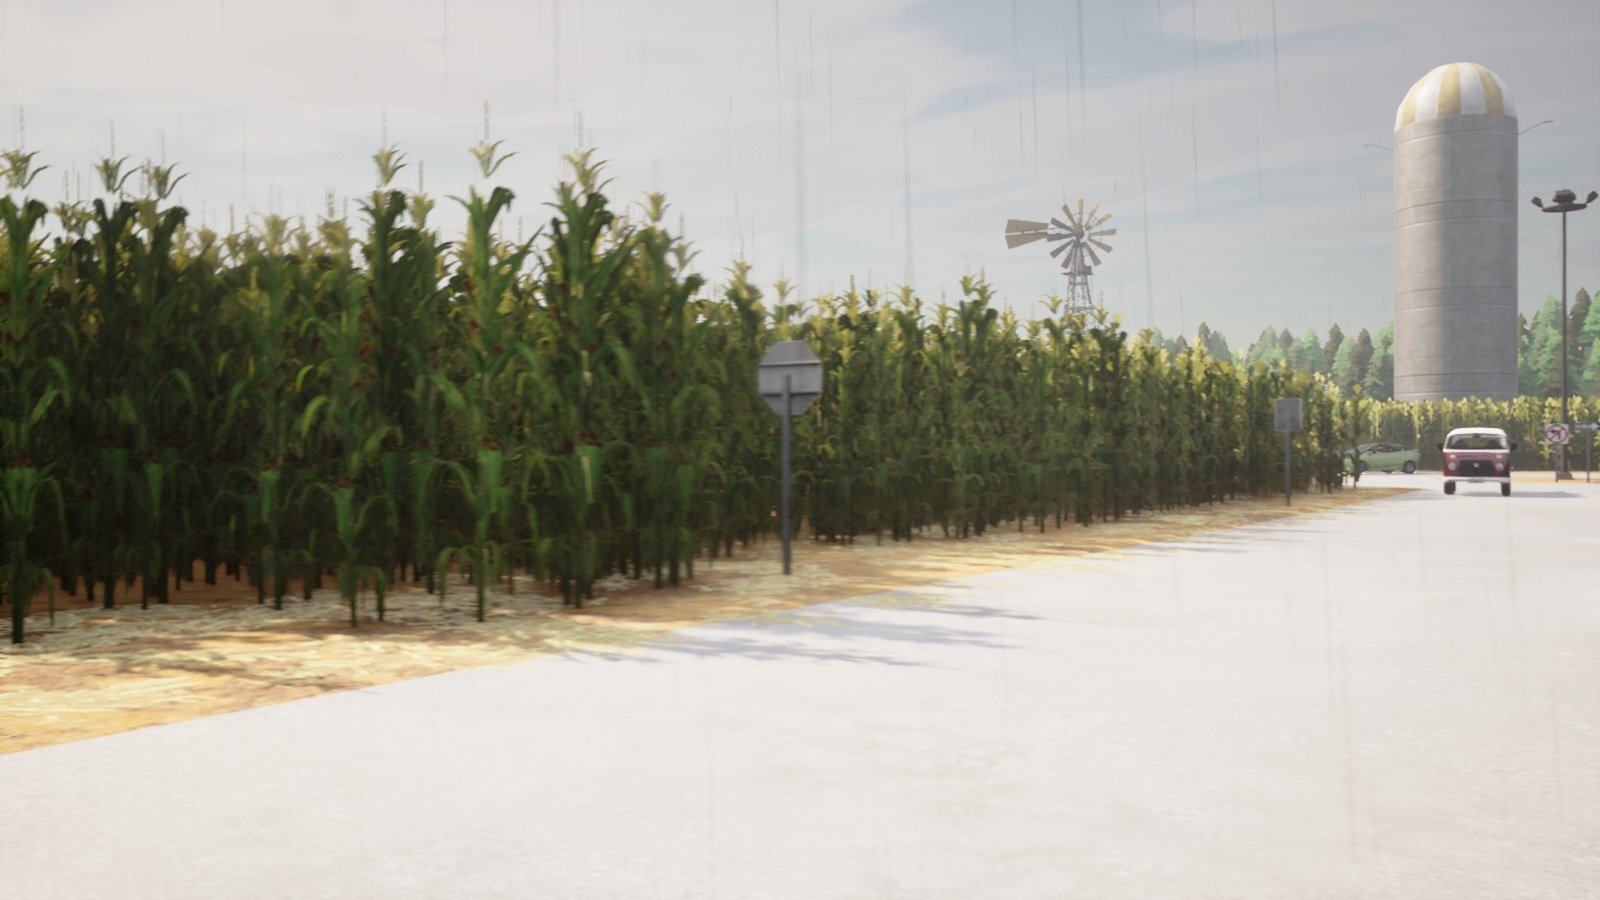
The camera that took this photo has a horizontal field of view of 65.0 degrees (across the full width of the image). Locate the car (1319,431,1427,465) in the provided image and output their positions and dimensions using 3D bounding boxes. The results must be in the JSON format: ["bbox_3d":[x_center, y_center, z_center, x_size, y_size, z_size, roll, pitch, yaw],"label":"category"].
[{"bbox_3d":[28.009,-0.113,61.418,4.514,1.525,2.007,-1,0,-13],"label":"car"}]

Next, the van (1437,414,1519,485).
[{"bbox_3d":[20.675,-0.036,38.224,2.069,2.038,4.480,-1,0,30],"label":"van"}]
